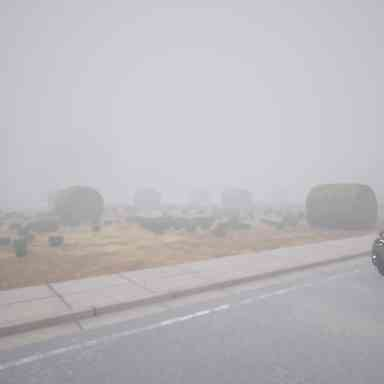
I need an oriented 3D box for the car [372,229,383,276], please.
[{"bbox_3d":[7.159,1.205,9.005,5.566,2.045,2.150,0,0,-35],"label":"car"}]
